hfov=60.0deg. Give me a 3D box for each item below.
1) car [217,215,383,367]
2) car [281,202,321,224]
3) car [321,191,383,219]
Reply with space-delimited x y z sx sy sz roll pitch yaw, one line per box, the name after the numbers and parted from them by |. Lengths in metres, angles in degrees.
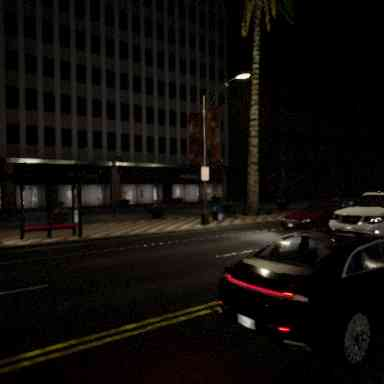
2.653 1.399 5.662 4.902 1.511 2.128 -1 1 -36 | car
6.647 1.264 17.021 4.674 1.442 1.812 -1 1 -32 | car
8.201 0.969 13.969 5.566 2.045 2.150 -1 1 -33 | car
